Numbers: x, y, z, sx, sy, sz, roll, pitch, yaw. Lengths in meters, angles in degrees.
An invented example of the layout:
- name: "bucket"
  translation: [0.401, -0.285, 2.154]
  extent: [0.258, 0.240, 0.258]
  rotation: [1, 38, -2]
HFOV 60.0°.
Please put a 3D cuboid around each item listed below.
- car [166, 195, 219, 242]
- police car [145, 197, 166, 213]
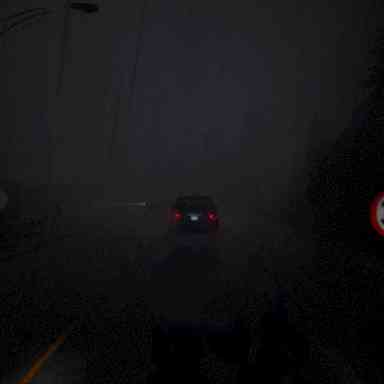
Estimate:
- name: "car"
  translation: [0.103, 1.172, 16.338]
  extent: [2.150, 2.045, 5.566]
  rotation: [0, 0, 0]
- name: "police car"
  translation: [-3.371, 1.324, 36.272]
  extent: [1.930, 1.638, 5.238]
  rotation: [1, -1, -37]
